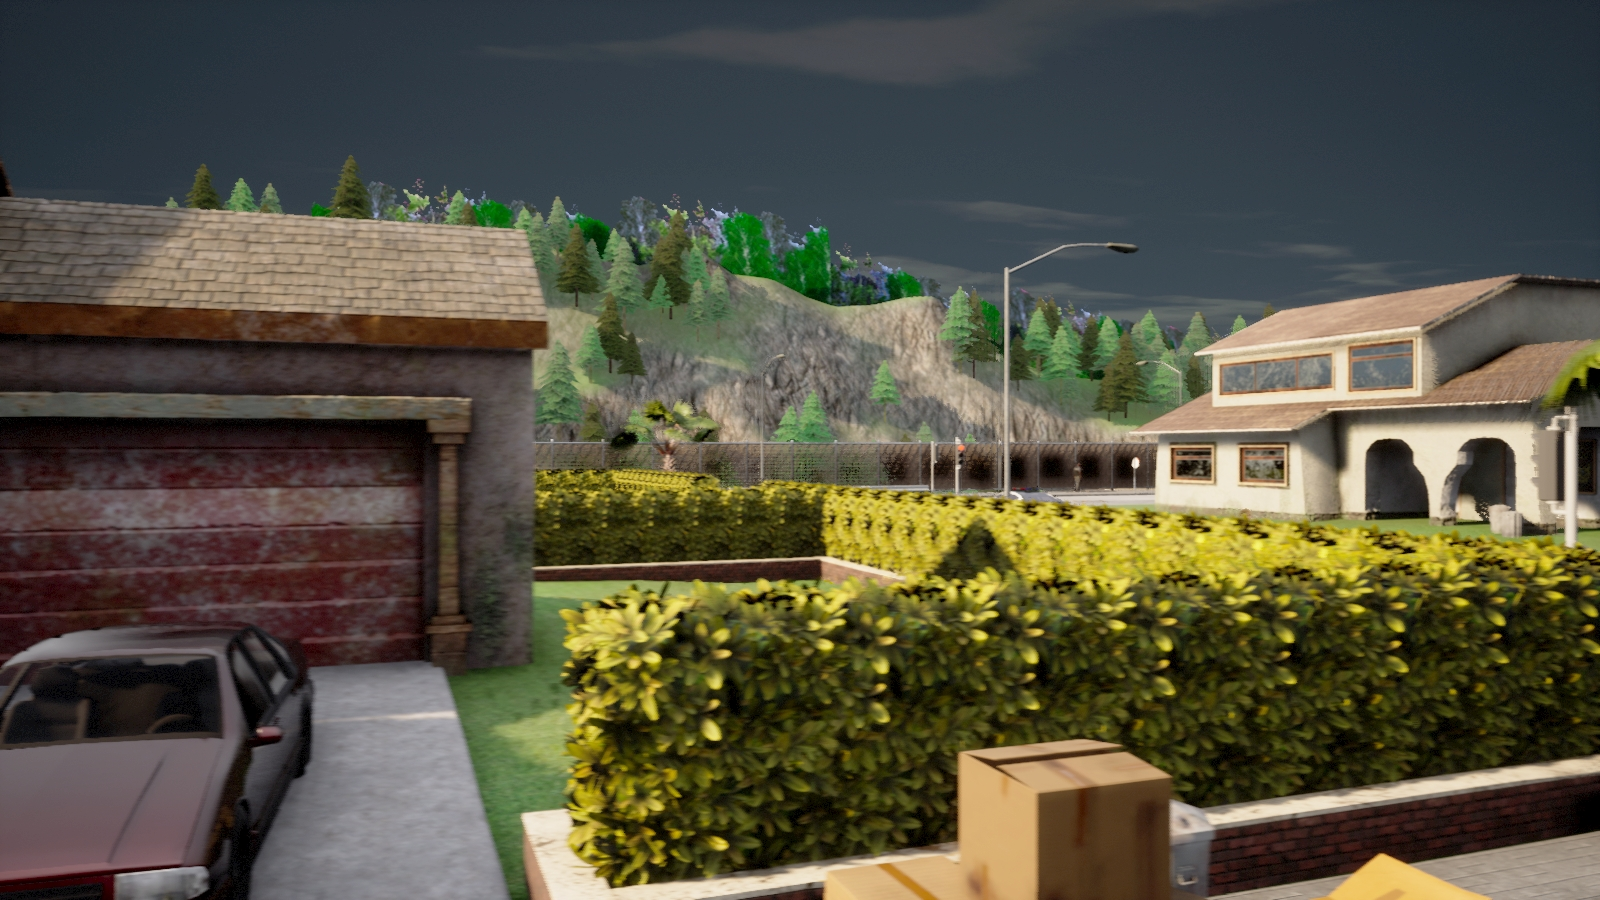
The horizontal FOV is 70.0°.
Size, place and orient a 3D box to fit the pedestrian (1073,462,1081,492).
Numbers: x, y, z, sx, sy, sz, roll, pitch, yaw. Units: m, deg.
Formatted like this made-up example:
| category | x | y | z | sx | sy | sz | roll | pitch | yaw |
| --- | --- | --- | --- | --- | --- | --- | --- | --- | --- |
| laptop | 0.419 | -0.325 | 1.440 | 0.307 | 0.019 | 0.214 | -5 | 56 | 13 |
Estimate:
| category | x | y | z | sx | sy | sz | roll | pitch | yaw |
| --- | --- | --- | --- | --- | --- | --- | --- | --- | --- |
| pedestrian | 17.537 | 1.718 | 72.365 | 0.375 | 1.860 | 0.375 | 0 | 0 | -25 |

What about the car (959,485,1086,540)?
| category | x | y | z | sx | sy | sz | roll | pitch | yaw |
| --- | --- | --- | --- | --- | --- | --- | --- | --- | --- |
| car | 7.358 | 2.024 | 38.346 | 2.038 | 1.542 | 4.974 | 0 | 0 | -18 |
